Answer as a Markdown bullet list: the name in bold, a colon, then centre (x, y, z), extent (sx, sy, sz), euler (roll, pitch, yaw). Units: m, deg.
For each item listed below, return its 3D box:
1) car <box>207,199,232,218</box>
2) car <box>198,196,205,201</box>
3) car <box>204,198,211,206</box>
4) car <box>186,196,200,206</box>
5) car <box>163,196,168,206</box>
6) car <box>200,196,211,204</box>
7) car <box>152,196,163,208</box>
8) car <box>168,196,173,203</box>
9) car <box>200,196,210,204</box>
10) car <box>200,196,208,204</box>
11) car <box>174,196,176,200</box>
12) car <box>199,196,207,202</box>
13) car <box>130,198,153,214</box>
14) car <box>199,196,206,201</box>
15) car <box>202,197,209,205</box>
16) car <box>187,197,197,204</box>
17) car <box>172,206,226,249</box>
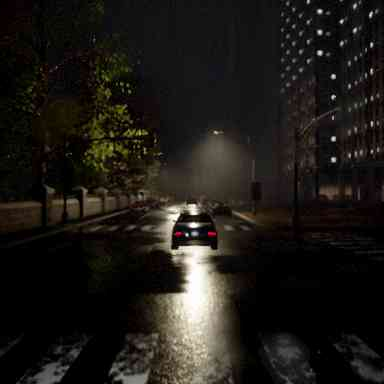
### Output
- **car**: centre (2.684, 1.613, 30.992), extent (1.947, 1.339, 4.313), euler (0, 0, 0)
- **car**: centre (2.671, 1.777, 92.947), extent (1.802, 1.307, 4.206), euler (0, 0, 0)
- **car**: centre (2.683, 1.623, 36.624), extent (1.947, 1.339, 4.313), euler (0, 0, 0)
- **car**: centre (-0.014, 1.579, 57.861), extent (1.882, 1.535, 5.008), euler (0, 0, 0)
- **car**: centre (-5.702, 1.629, 58.983), extent (1.752, 1.417, 4.829), euler (0, 0, 0)
- **car**: centre (2.677, 1.558, 64.787), extent (1.967, 1.590, 4.097), euler (0, 0, 0)
- **car**: centre (-5.699, 1.519, 47.888), extent (1.967, 1.590, 4.097), euler (0, 0, 0)
- **car**: centre (-5.704, 1.572, 70.416), extent (1.967, 1.590, 4.097), euler (0, 0, 0)
- **car**: centre (2.676, 1.572, 70.418), extent (1.967, 1.590, 4.097), euler (0, 0, 0)
- **car**: centre (2.678, 1.649, 59.155), extent (1.887, 1.381, 4.507), euler (0, 0, 0)
- **car**: centre (-5.709, 1.723, 87.313), extent (1.887, 1.381, 4.507), euler (0, 0, 0)
- **car**: centre (2.673, 1.713, 81.682), extent (2.008, 1.369, 4.403), euler (0, 0, 0)
- **car**: centre (-5.698, 1.639, 36.622), extent (1.802, 1.307, 4.206), euler (0, 0, 0)
- **car**: centre (2.672, 1.760, 87.315), extent (1.802, 1.307, 4.206), euler (0, 0, 0)
- **car**: centre (2.681, 1.633, 42.257), extent (1.947, 1.339, 4.313), euler (0, 0, 0)
- **car**: centre (-0.016, 1.660, 68.277), extent (2.033, 1.411, 5.357), euler (0, 0, 0)
- **car**: centre (0.098, 1.567, 14.550), extent (2.033, 1.411, 5.357), euler (0, 0, 0)
